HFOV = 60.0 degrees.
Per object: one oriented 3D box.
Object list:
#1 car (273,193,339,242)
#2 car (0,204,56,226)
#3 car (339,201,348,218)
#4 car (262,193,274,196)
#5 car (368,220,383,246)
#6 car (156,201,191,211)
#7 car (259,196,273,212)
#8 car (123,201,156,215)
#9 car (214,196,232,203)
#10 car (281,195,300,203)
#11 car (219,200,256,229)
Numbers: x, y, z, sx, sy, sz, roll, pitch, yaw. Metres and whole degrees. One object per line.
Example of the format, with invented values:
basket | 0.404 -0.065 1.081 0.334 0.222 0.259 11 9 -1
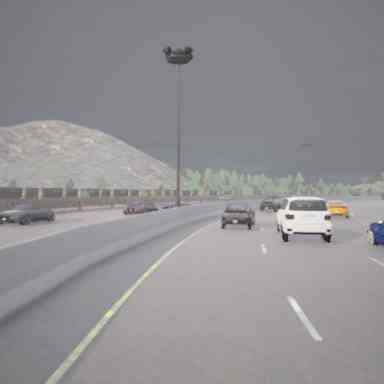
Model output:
car | 5.503 1.237 16.787 2.150 2.045 5.566 0 0 11
car | -11.268 1.504 22.674 1.994 1.385 4.181 0 0 13
car | 13.292 1.514 30.803 1.882 1.535 5.008 0 0 21
car | 15.927 1.163 68.319 2.150 2.045 5.566 0 0 41
car | 8.249 1.504 12.319 1.882 1.535 5.008 0 0 8
car | -1.391 1.576 32.042 1.895 1.301 4.718 0 0 19
car | 9.395 1.520 39.298 1.837 1.490 4.892 0 0 25
car | -4.959 1.525 32.227 1.994 1.385 4.181 0 0 19
car | 5.830 1.513 61.165 1.812 1.442 4.674 0 0 36
car | 20.029 1.362 67.615 1.837 1.490 4.892 0 0 41
car | 3.058 1.492 21.569 2.128 1.511 4.902 0 0 14
